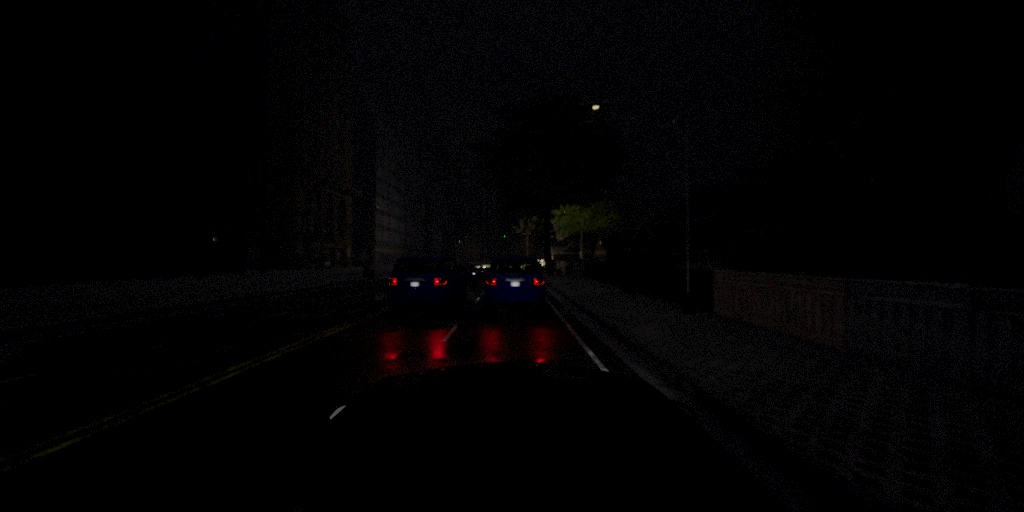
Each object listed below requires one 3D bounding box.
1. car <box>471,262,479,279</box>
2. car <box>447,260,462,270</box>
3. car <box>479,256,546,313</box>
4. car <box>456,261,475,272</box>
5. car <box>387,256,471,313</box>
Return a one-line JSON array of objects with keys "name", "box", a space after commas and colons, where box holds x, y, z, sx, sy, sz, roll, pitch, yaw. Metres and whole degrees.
[{"name": "car", "box": [-3.135, 1.436, 31.474, 1.994, 1.385, 4.181, 0, 0, 0]}, {"name": "car", "box": [-9.714, 1.495, 60.589, 1.882, 1.535, 5.008, 0, -1, -2]}, {"name": "car", "box": [0.107, 1.018, 14.341, 2.150, 2.045, 5.566, 0, 0, 0]}, {"name": "car", "box": [-6.524, 1.458, 50.914, 2.128, 1.511, 4.902, 0, 0, 1]}, {"name": "car", "box": [-3.143, 1.018, 14.285, 2.150, 2.045, 5.566, 0, 0, 0]}]
